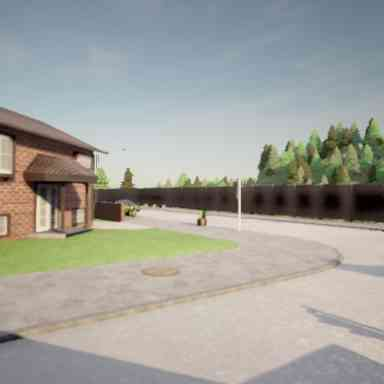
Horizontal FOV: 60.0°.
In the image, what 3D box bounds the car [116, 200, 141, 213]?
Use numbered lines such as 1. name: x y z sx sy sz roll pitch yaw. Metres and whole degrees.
1. car: -7.799 1.709 39.357 1.837 1.490 4.892 1 0 -35
